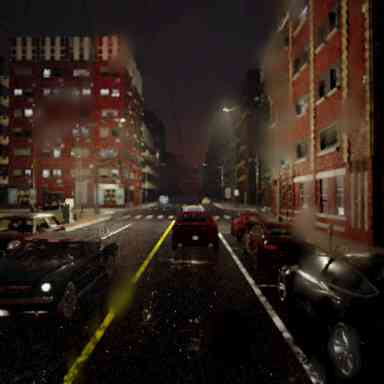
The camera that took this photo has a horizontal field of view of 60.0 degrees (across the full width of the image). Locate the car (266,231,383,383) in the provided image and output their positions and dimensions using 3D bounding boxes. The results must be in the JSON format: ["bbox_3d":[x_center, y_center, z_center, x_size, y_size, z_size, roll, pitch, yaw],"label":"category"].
[{"bbox_3d":[2.675,1.592,5.243,1.947,1.339,4.313,1,0,0],"label":"car"}]

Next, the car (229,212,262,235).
[{"bbox_3d":[2.859,1.661,16.556,1.802,1.307,4.206,1,0,0],"label":"car"}]

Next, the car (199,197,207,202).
[{"bbox_3d":[2.815,1.970,88.419,1.887,1.381,4.507,1,0,0],"label":"car"}]

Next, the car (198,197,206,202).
[{"bbox_3d":[2.822,2.019,94.070,1.947,1.339,4.313,1,0,0],"label":"car"}]

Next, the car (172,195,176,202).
[{"bbox_3d":[-5.573,1.979,82.815,1.802,1.307,4.206,1,0,0],"label":"car"}]

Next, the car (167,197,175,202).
[{"bbox_3d":[-5.565,1.950,88.298,1.752,1.417,4.829,1,0,0],"label":"car"}]

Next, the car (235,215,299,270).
[{"bbox_3d":[2.682,1.635,10.900,1.802,1.307,4.206,1,0,0],"label":"car"}]

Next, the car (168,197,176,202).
[{"bbox_3d":[-5.557,2.004,94.119,2.008,1.369,4.403,1,0,0],"label":"car"}]

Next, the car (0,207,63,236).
[{"bbox_3d":[-5.663,1.493,10.948,1.967,1.590,4.097,1,0,0],"label":"car"}]

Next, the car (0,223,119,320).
[{"bbox_3d":[-3.084,1.637,7.534,1.895,1.301,4.718,0,0,0],"label":"car"}]

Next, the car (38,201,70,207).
[{"bbox_3d":[-18.653,1.933,44.965,4.313,1.339,1.947,0,-1,0],"label":"car"}]

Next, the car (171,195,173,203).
[{"bbox_3d":[-5.587,1.924,71.510,1.802,1.307,4.206,1,0,0],"label":"car"}]

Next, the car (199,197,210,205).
[{"bbox_3d":[2.786,1.841,65.979,1.752,1.417,4.829,1,0,0],"label":"car"}]

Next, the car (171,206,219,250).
[{"bbox_3d":[0.120,1.549,14.781,1.882,1.535,5.008,0,0,0],"label":"car"}]

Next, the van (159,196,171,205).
[{"bbox_3d":[-5.591,1.656,65.860,1.690,1.788,3.998,1,0,0],"label":"van"}]

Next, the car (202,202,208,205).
[{"bbox_3d":[0.151,1.723,25.639,1.895,1.301,4.718,0,0,0],"label":"car"}]
